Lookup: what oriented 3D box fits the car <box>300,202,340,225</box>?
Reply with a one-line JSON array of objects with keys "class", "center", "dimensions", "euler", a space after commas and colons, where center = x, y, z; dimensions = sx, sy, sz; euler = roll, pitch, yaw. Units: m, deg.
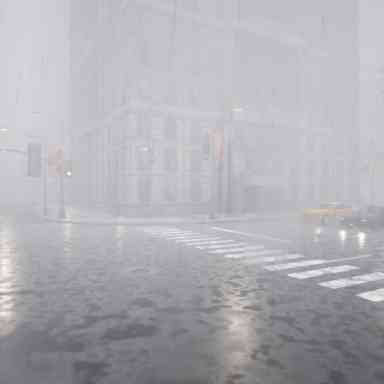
[{"class": "car", "center": [10.041, 1.477, 24.001], "dimensions": [5.008, 1.535, 1.882], "euler": [0, 0, -29]}]

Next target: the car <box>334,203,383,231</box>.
[{"class": "car", "center": [11.729, 1.547, 20.940], "dimensions": [5.357, 1.411, 2.033], "euler": [0, 0, -29]}]
